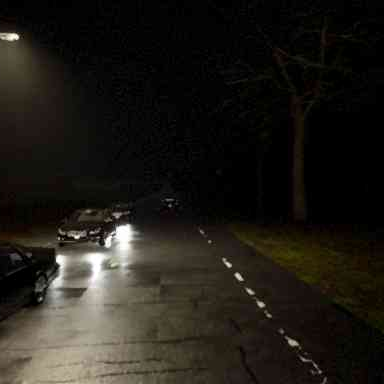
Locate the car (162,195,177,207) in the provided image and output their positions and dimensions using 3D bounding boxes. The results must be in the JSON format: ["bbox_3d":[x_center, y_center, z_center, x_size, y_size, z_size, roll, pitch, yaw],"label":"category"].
[{"bbox_3d":[-3.257,1.263,48.152,2.128,1.511,4.902,-1,1,-4],"label":"car"}]

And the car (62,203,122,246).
[{"bbox_3d":[-4.616,1.502,15.272,1.837,1.490,4.892,-1,0,-4],"label":"car"}]

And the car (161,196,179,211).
[{"bbox_3d":[-2.512,1.415,37.856,1.994,1.385,4.181,-1,0,-4],"label":"car"}]

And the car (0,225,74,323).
[{"bbox_3d":[-3.886,1.568,5.284,2.033,1.411,5.357,-1,0,0],"label":"car"}]

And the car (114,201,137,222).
[{"bbox_3d":[-5.330,1.447,25.452,2.128,1.511,4.902,-1,0,-4],"label":"car"}]
